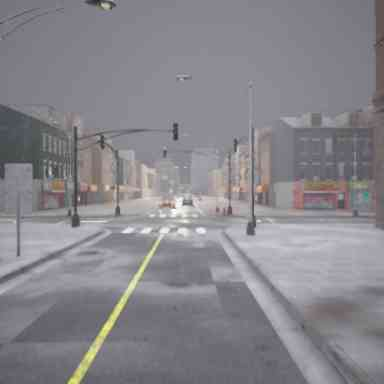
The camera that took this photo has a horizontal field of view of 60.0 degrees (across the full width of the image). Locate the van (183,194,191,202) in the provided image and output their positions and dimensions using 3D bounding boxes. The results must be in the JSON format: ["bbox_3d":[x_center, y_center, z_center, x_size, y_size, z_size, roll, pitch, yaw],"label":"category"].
[{"bbox_3d":[-1.073,1.272,74.017,1.690,1.788,3.998,0,0,-1],"label":"van"}]

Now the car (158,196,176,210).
[{"bbox_3d":[-3.160,1.307,42.891,2.097,1.767,4.553,0,0,-1],"label":"car"}]

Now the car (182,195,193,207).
[{"bbox_3d":[-0.677,1.513,51.598,1.947,1.339,4.313,0,0,-1],"label":"car"}]

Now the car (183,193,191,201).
[{"bbox_3d":[-1.271,1.244,85.226,2.192,1.841,5.009,0,0,-1],"label":"car"}]
